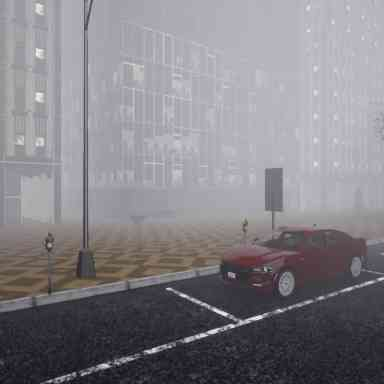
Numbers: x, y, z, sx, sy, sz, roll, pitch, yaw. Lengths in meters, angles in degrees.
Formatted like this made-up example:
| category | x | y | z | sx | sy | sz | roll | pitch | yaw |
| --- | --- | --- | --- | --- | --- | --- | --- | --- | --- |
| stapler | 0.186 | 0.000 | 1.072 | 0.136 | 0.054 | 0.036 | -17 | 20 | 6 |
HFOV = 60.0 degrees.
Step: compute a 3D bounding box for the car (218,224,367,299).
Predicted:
| category | x | y | z | sx | sy | sz | roll | pitch | yaw |
| --- | --- | --- | --- | --- | --- | --- | --- | --- | --- |
| car | 2.684 | 1.545 | 8.476 | 4.507 | 1.381 | 1.887 | 0 | 0 | -36 |
